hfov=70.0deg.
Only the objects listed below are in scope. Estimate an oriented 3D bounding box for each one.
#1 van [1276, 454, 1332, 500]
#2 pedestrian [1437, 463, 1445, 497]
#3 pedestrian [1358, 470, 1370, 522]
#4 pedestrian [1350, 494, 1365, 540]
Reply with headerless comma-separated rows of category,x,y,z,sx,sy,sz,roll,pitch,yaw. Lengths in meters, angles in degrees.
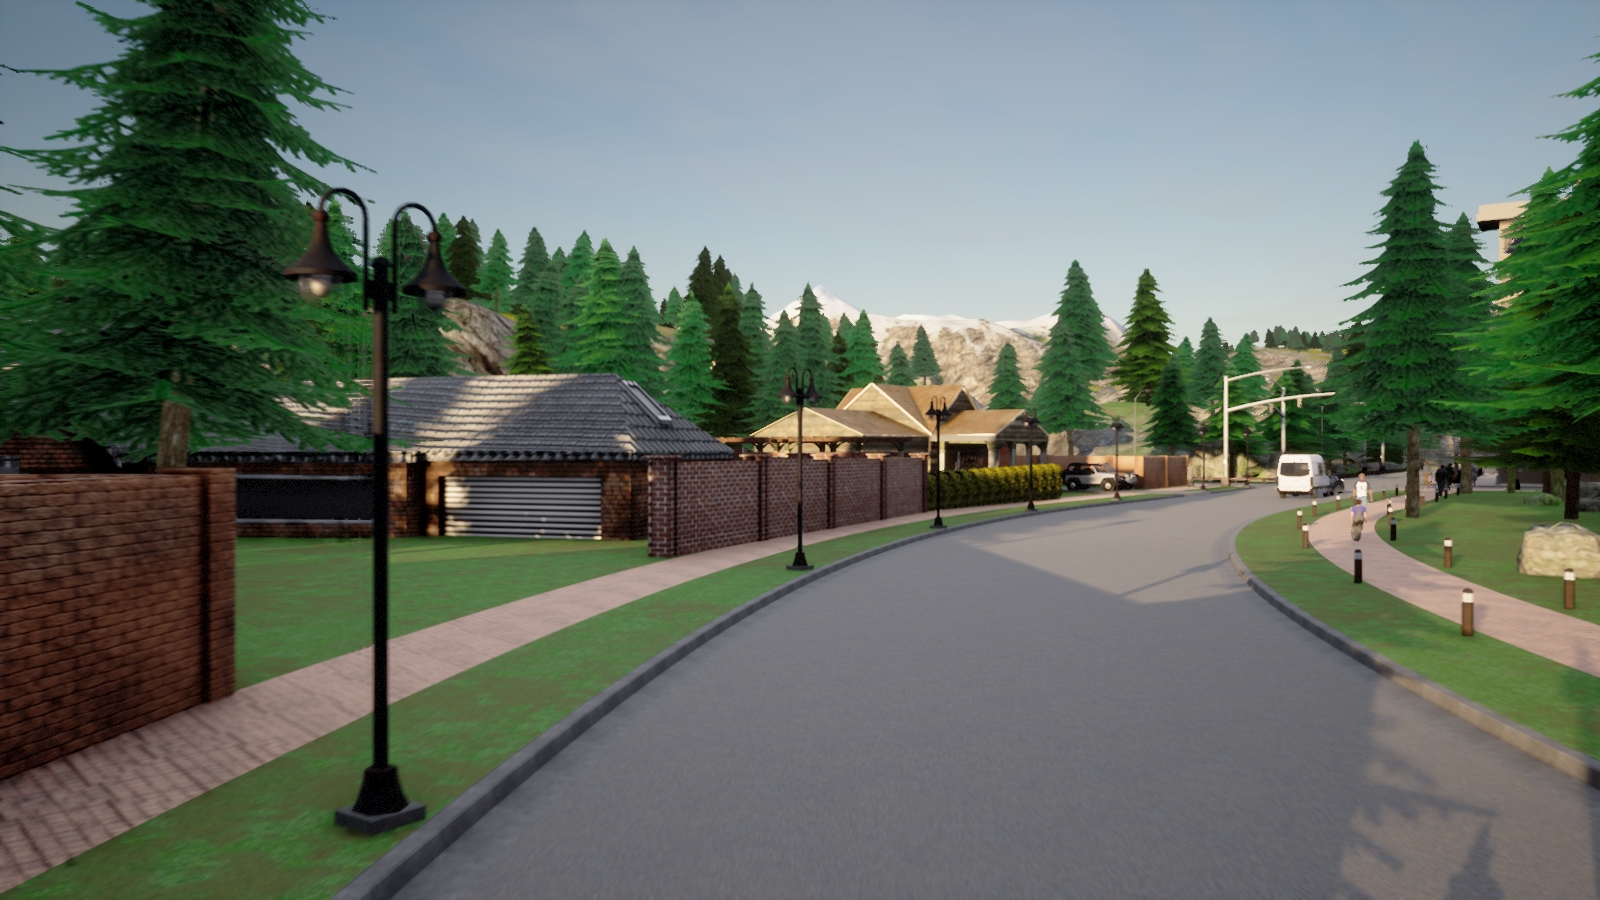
van,29.683,1.505,67.179,1.988,2.561,5.915,0,0,35
pedestrian,35.957,1.667,64.078,0.375,1.860,0.375,0,0,34
pedestrian,20.499,1.666,41.530,0.375,1.860,0.375,0,0,27
pedestrian,16.139,1.945,33.096,0.375,1.300,0.375,0,0,22
